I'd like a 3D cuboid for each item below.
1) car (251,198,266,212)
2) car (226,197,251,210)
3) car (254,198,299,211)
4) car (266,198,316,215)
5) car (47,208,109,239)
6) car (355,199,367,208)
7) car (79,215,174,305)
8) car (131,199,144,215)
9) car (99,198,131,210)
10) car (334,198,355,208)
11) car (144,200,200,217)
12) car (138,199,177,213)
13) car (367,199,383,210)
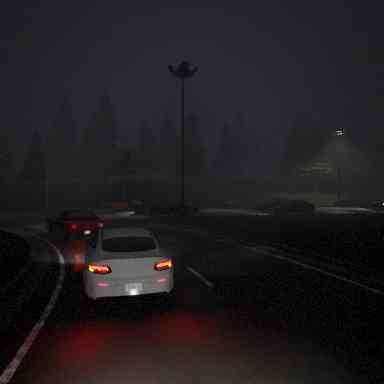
[{"bbox_3d":[9.579,1.477,37.276,5.008,1.535,1.882,0,0,-14],"label":"car"},{"bbox_3d":[6.978,1.477,43.846,5.008,1.535,1.882,0,0,-14],"label":"car"},{"bbox_3d":[10.417,1.492,41.078,4.902,1.511,2.128,0,0,-14],"label":"car"},{"bbox_3d":[10.324,1.526,33.872,4.674,1.442,1.812,0,0,-14],"label":"car"},{"bbox_3d":[-6.180,1.601,17.414,1.895,1.301,4.718,0,0,-35],"label":"car"},{"bbox_3d":[24.633,1.564,44.533,4.181,1.385,1.994,0,0,-14],"label":"car"},{"bbox_3d":[-1.664,1.526,8.124,1.812,1.442,4.674,0,0,-16],"label":"car"},{"bbox_3d":[-3.838,1.564,34.014,4.181,1.385,1.994,0,0,-14],"label":"car"},{"bbox_3d":[-8.570,1.477,40.069,5.008,1.535,1.882,0,0,-14],"label":"car"},{"bbox_3d":[22.556,1.564,47.628,4.181,1.385,1.994,0,0,-13],"label":"car"},{"bbox_3d":[-1.784,1.601,30.913,4.718,1.301,1.895,0,0,-14],"label":"car"},{"bbox_3d":[-3.947,1.564,37.590,4.181,1.385,1.994,0,0,-14],"label":"car"},{"bbox_3d":[24.555,1.351,40.911,4.553,1.767,2.097,0,0,-14],"label":"car"}]
